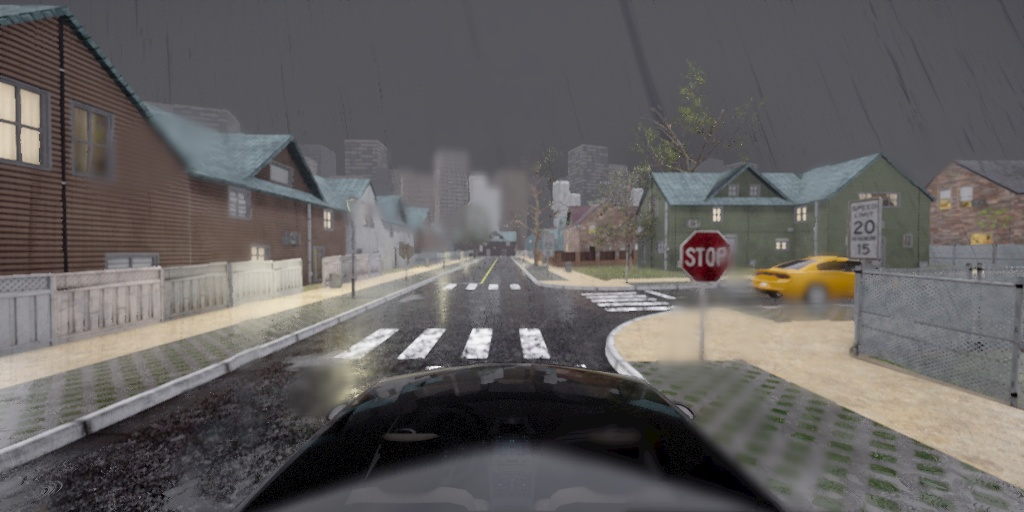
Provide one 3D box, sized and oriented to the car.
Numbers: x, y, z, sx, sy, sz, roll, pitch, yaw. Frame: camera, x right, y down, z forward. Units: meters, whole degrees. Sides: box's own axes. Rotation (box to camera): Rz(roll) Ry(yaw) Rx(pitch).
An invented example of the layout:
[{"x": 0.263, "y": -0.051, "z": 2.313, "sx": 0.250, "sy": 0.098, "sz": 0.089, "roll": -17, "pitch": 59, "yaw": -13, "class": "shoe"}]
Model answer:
[{"x": 11.252, "y": 0.773, "z": 12.503, "sx": 5.008, "sy": 1.535, "sz": 1.882, "roll": -1, "pitch": 1, "yaw": 0, "class": "car"}]
